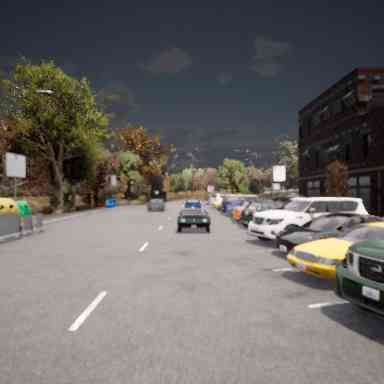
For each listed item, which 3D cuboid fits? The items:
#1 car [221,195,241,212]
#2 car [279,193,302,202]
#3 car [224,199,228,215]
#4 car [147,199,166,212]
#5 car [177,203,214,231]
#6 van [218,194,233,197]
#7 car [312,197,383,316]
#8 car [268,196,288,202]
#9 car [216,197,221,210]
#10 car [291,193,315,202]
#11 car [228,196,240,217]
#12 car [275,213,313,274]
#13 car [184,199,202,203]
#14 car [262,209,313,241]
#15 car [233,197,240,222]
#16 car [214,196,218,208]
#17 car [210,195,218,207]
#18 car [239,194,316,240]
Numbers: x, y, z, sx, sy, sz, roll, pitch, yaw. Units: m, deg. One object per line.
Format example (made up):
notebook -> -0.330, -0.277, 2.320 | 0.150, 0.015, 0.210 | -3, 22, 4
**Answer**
car -> 5.410, 1.390, 30.052 | 4.553, 1.767, 2.185 | 1, 0, -20
car -> 23.950, 1.399, 81.238 | 2.435, 2.045, 5.566 | 0, -1, -21
car -> 5.373, 1.549, 27.043 | 4.674, 1.452, 2.002 | 1, 0, -20
car -> -4.126, 1.556, 38.993 | 1.837, 1.490, 4.892 | 0, 0, 0
car -> 0.106, 1.612, 20.657 | 1.895, 1.301, 4.718 | 0, 0, 0
van -> 5.489, 1.305, 36.101 | 4.442, 1.987, 1.878 | 1, 0, -20
car -> 5.318, 1.233, 6.003 | 5.566, 2.045, 2.435 | 1, 0, -20
car -> 20.927, 1.678, 81.154 | 2.163, 1.488, 4.792 | 0, -1, -21
car -> 5.370, 1.522, 33.055 | 5.008, 1.535, 2.097 | 1, 0, -20
car -> 27.011, 1.400, 81.277 | 2.435, 2.045, 5.566 | 1, -1, -22
car -> 5.337, 1.377, 24.035 | 4.553, 1.767, 2.185 | 1, 0, -20
car -> 5.161, 1.480, 8.961 | 5.366, 1.575, 1.946 | 1, 0, -20
car -> 0.099, 1.527, 38.792 | 1.882, 1.535, 5.008 | 0, 0, 0
car -> 5.313, 1.517, 12.018 | 4.792, 1.488, 2.163 | 1, 0, -20
car -> 5.331, 1.372, 21.034 | 4.553, 1.767, 2.185 | 1, 0, -20
car -> 5.381, 1.576, 39.057 | 4.674, 1.452, 2.002 | 1, 0, -20
car -> 5.197, 1.537, 41.999 | 5.366, 1.575, 1.946 | 1, 0, -20
car -> 5.326, 1.238, 15.020 | 5.566, 2.045, 2.435 | 1, 0, -20
